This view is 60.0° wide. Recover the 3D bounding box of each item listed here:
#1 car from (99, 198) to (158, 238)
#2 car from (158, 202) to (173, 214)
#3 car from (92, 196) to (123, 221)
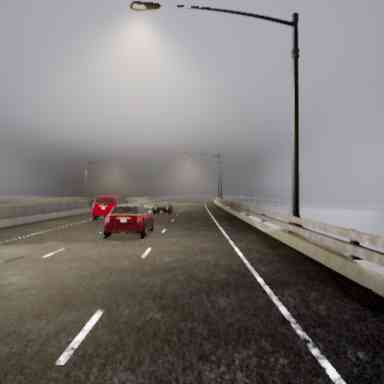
[{"bbox_3d":[-3.328,1.424,18.325,2.097,1.767,4.553,0,0,0],"label":"car"},{"bbox_3d":[-3.141,1.746,36.663,1.895,1.301,4.718,0,0,1],"label":"car"},{"bbox_3d":[-6.745,1.332,28.096,2.150,2.045,5.566,0,0,1],"label":"car"}]
